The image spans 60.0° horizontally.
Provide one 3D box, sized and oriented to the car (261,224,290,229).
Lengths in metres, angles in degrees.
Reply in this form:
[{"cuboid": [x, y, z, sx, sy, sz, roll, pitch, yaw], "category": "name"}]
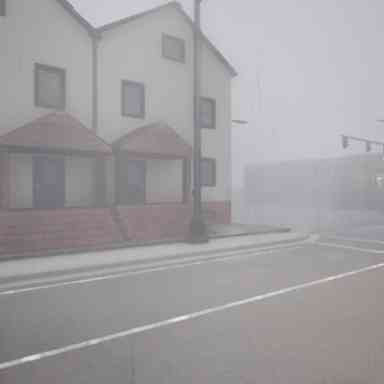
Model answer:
[{"cuboid": [6.429, 3.576, 29.935, 1.895, 1.301, 4.718, -1, -12, -36], "category": "car"}]
